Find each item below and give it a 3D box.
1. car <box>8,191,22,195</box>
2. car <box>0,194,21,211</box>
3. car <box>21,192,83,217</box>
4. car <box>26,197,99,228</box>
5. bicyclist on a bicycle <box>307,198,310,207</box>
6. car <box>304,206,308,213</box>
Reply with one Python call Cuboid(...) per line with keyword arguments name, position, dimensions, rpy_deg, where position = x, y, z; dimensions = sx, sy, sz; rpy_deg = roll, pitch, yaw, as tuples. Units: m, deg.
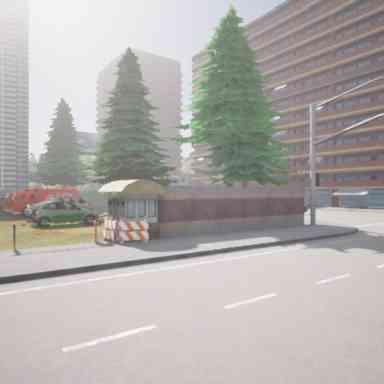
Cuboid(name="car", position=(-26.316, 1.202, 46.260), dimensions=(3.866, 1.878, 1.905), rpy_deg=(0, 0, -35))
Cuboid(name="car", position=(-25.043, 1.392, 43.736), dimensions=(4.193, 1.474, 1.816), rpy_deg=(0, 0, -35))
Cuboid(name="car", position=(-10.025, 1.169, 25.132), dimensions=(4.605, 1.855, 1.932), rpy_deg=(0, 0, -35))
Cuboid(name="car", position=(-8.010, 1.338, 21.077), dimensions=(3.988, 1.617, 1.851), rpy_deg=(0, 0, -35))
Cuboid(name="bicyclist on a bicycle", position=(16.651, 1.336, 46.504), dimensions=(1.656, 1.620, 0.582), rpy_deg=(0, 0, -35))
Cuboid(name="car", position=(9.873, 1.642, 35.266), dimensions=(1.895, 1.301, 4.718), rpy_deg=(0, 0, -35))
